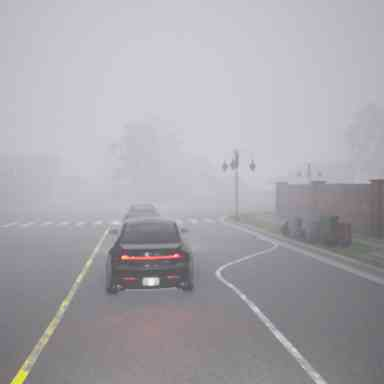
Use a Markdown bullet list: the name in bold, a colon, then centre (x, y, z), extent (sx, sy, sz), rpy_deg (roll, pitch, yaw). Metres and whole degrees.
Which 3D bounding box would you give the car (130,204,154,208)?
- **car**: centre (-2.724, 1.339, 18.259), extent (1.994, 1.385, 4.181), rpy_deg (0, 1, -10)

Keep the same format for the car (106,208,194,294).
- **car**: centre (-1.087, 1.397, 8.588), extent (1.837, 1.490, 4.892), rpy_deg (0, 1, -8)
